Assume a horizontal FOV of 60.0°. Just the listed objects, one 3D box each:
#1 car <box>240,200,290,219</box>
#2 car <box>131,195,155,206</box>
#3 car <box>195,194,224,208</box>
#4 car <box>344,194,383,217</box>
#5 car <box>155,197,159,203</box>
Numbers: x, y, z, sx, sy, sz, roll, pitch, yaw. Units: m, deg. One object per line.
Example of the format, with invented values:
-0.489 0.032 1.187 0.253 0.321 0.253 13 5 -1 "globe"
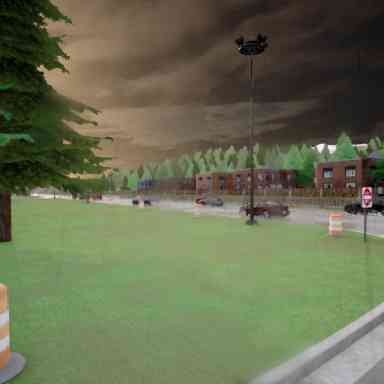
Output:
6.235 1.477 29.004 1.882 1.535 5.008 0 0 -30 "car"
-8.398 1.352 54.857 2.097 1.767 4.553 0 0 -30 "car"
2.754 1.491 49.363 2.128 1.511 4.902 0 0 -30 "car"
17.150 1.222 31.036 2.150 2.045 5.566 0 0 -30 "car"
-8.469 1.563 69.192 1.994 1.385 4.181 0 0 -30 "car"
